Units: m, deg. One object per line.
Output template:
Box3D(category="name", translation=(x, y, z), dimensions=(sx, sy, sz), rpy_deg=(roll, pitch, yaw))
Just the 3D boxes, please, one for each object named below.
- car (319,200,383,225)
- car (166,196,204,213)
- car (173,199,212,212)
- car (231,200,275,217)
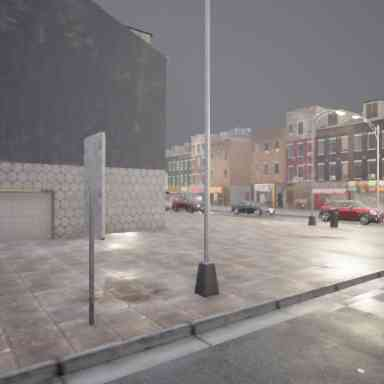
Box3D(category="car", translation=(11.833, 1.397, 24.552), dimensions=(2.097, 1.767, 4.553), rpy_deg=(0, 0, -36))
Box3D(category="car", translation=(-0.363, 1.412, 37.244), dimensions=(2.192, 1.841, 5.009), rpy_deg=(0, 0, -35))
Box3D(category="car", translation=(-0.032, 1.665, 41.176), dimensions=(2.033, 1.411, 5.357), rpy_deg=(0, 0, -35))
Box3D(category="car", translation=(5.932, 1.571, 32.782), dimensions=(2.128, 1.511, 4.902), rpy_deg=(0, 0, -35))
